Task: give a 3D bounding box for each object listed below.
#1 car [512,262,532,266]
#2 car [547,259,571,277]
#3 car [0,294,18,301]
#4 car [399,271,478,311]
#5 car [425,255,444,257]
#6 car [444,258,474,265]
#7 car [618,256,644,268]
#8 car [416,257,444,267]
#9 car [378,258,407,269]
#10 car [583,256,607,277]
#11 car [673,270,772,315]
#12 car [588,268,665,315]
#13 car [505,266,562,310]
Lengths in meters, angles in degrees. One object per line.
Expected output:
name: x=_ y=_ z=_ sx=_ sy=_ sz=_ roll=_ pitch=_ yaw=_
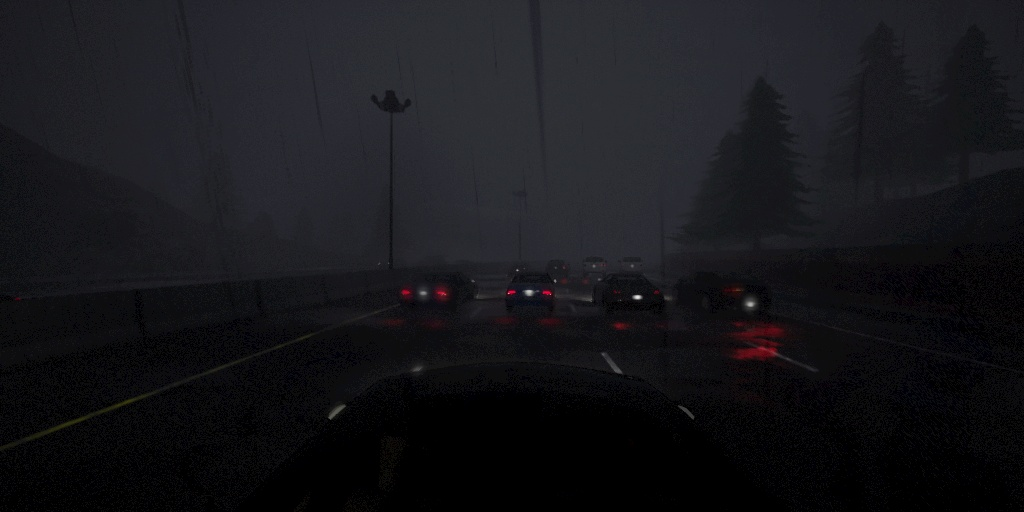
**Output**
car: x=0.965 y=1.313 z=35.300 sx=1.994 sy=1.385 sz=4.181 roll=0 pitch=0 yaw=14
car: x=4.558 y=1.112 z=35.218 sx=2.097 sy=1.767 sz=4.553 roll=0 pitch=0 yaw=14
car: x=-13.839 y=1.272 z=7.620 sx=1.994 sy=1.385 sz=4.181 roll=0 pitch=0 yaw=3
car: x=-2.704 y=1.288 z=14.379 sx=2.033 sy=1.411 sz=5.357 roll=0 pitch=0 yaw=5
car: x=-11.974 y=0.930 z=53.583 sx=2.150 sy=2.045 sz=5.566 roll=0 pitch=0 yaw=20
car: x=-6.639 y=1.203 z=47.575 sx=1.882 sy=1.535 sz=5.008 roll=0 pitch=0 yaw=18
car: x=12.145 y=1.004 z=36.621 sx=2.150 sy=2.045 sz=5.566 roll=0 pitch=0 yaw=16
car: x=-10.283 y=1.205 z=47.620 sx=2.128 sy=1.511 sz=4.902 roll=0 pitch=0 yaw=17
car: x=-16.735 y=1.046 z=50.374 sx=2.097 sy=1.767 sz=4.553 roll=0 pitch=0 yaw=18
car: x=8.264 y=0.992 z=35.737 sx=2.150 sy=2.045 sz=5.566 roll=0 pitch=0 yaw=15
car: x=7.816 y=1.277 z=13.813 sx=1.837 sy=1.490 sz=4.892 roll=0 pitch=0 yaw=5
car: x=4.317 y=1.325 z=13.796 sx=1.994 sy=1.385 sz=4.181 roll=0 pitch=0 yaw=5
car: x=0.836 y=1.298 z=14.677 sx=2.033 sy=1.411 sz=5.357 roll=0 pitch=0 yaw=6
